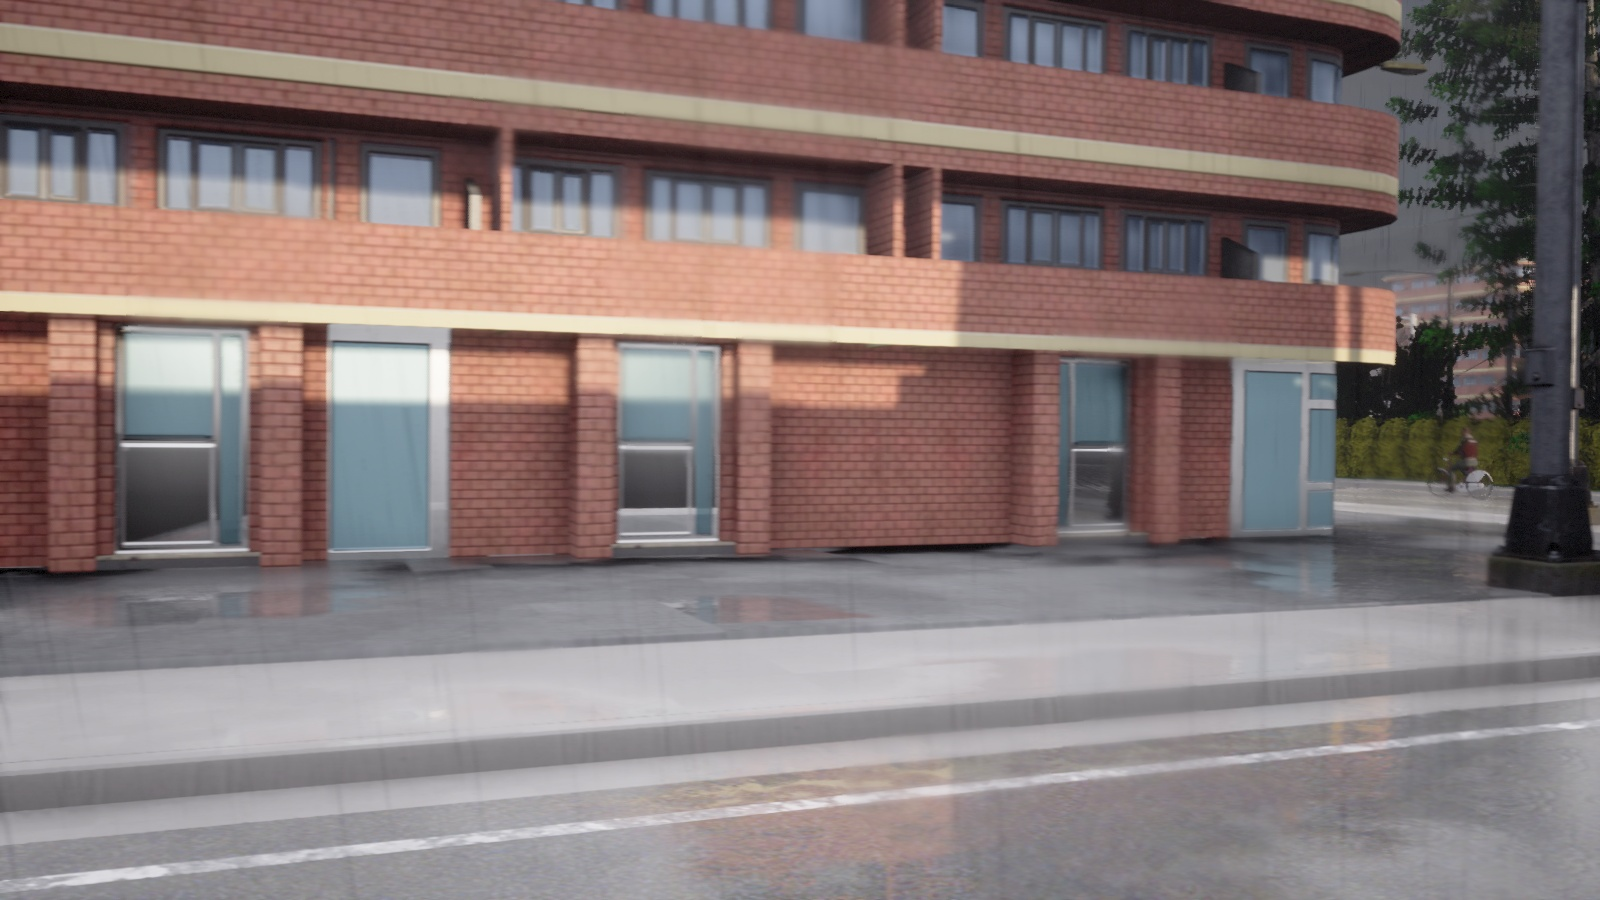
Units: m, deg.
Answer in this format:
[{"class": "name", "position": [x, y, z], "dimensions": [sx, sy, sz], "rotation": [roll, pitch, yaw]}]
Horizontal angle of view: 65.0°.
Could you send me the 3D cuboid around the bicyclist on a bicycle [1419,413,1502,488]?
[{"class": "bicyclist on a bicycle", "position": [16.254, -0.011, 30.944], "dimensions": [0.659, 1.776, 1.843], "rotation": [-1, 1, -21]}]
